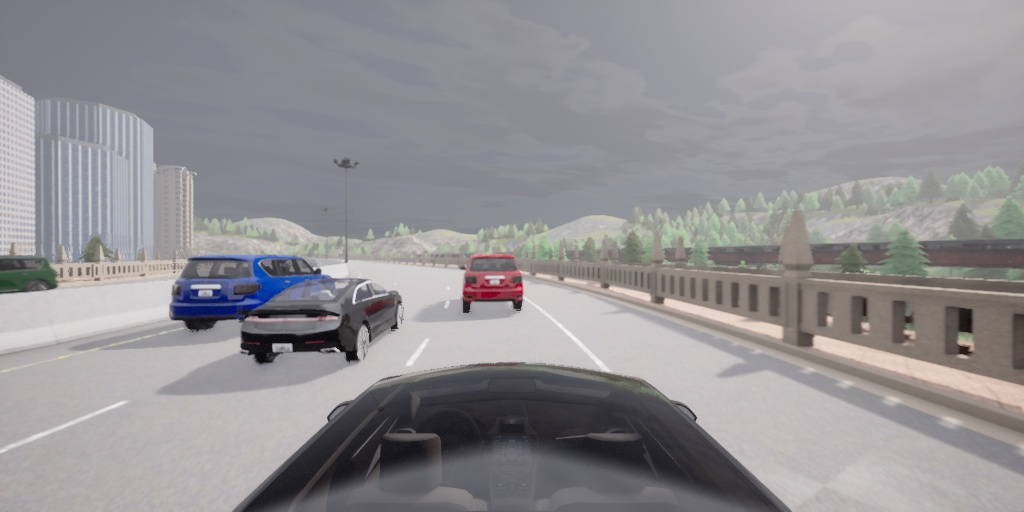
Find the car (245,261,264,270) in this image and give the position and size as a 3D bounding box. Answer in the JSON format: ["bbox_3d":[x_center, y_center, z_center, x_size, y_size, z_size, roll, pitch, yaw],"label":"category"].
[{"bbox_3d":[-37.790,1.350,52.665,1.895,1.301,4.718,0,0,-31],"label":"car"}]

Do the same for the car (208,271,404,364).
[{"bbox_3d":[-3.820,1.239,8.120,2.128,1.511,4.902,0,0,-4],"label":"car"}]

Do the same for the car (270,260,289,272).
[{"bbox_3d":[-30.243,1.265,46.724,1.812,1.442,4.674,0,0,-30],"label":"car"}]

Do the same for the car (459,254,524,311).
[{"bbox_3d":[-0.911,0.946,14.477,2.150,2.045,5.566,0,0,-7],"label":"car"}]

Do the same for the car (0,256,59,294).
[{"bbox_3d":[-22.291,1.010,14.595,2.150,2.045,5.566,0,0,-9],"label":"car"}]

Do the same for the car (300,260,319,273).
[{"bbox_3d":[-24.965,1.232,44.305,1.837,1.490,4.892,0,1,-27],"label":"car"}]

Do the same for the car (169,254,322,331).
[{"bbox_3d":[-7.550,0.973,11.200,2.150,2.045,5.566,0,0,-5],"label":"car"}]
